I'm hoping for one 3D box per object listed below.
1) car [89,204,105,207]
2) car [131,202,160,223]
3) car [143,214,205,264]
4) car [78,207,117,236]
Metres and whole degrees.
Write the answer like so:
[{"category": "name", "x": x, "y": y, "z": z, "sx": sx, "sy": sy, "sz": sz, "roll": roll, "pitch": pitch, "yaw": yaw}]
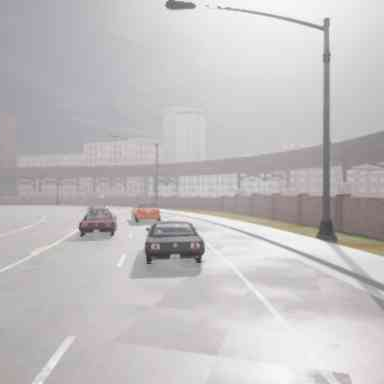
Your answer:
[{"category": "car", "x": -10.561, "y": 2.014, "z": 36.889, "sx": 1.895, "sy": 1.301, "sz": 4.718, "roll": 0, "pitch": -1, "yaw": -23}, {"category": "car", "x": -4.080, "y": 1.637, "z": 28.911, "sx": 2.097, "sy": 1.767, "sz": 4.553, "roll": 0, "pitch": -1, "yaw": -15}, {"category": "car", "x": -0.764, "y": 1.698, "z": 12.301, "sx": 1.895, "sy": 1.301, "sz": 4.718, "roll": 0, "pitch": -1, "yaw": -7}, {"category": "car", "x": -5.433, "y": 1.800, "z": 19.726, "sx": 1.895, "sy": 1.301, "sz": 4.718, "roll": 0, "pitch": -1, "yaw": -11}]
